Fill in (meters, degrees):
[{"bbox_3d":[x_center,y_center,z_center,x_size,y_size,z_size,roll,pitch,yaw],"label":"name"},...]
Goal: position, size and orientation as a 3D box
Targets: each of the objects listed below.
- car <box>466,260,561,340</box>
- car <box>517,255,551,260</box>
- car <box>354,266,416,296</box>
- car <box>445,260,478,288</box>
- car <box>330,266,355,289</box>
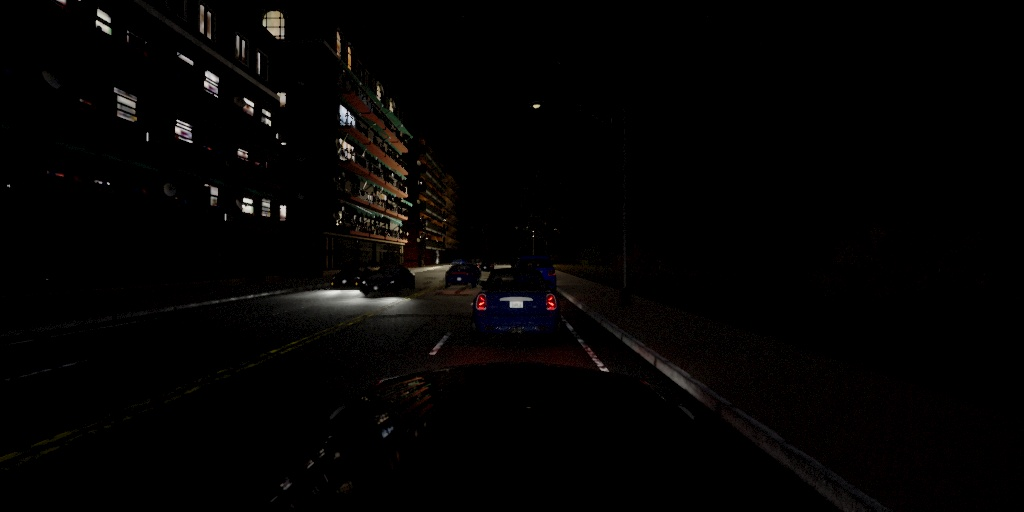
[{"bbox_3d":[0.096,1.103,10.136,2.097,1.767,4.553,0,0,0],"label":"car"},{"bbox_3d":[1.133,0.977,19.712,2.150,2.045,5.566,0,0,0],"label":"car"},{"bbox_3d":[-6.604,1.278,19.698,1.812,1.442,4.674,0,0,0],"label":"car"},{"bbox_3d":[-3.155,1.230,23.860,1.882,1.535,5.008,0,0,0],"label":"car"},{"bbox_3d":[-9.855,1.316,23.058,1.994,1.385,4.181,0,0,0],"label":"car"}]
